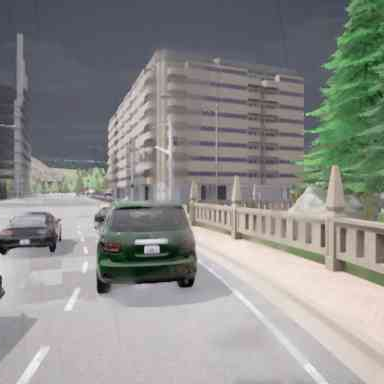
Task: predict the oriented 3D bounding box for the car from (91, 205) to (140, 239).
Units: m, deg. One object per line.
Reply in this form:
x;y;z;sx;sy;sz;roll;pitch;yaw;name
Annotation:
-4.491;1.535;18.835;2.033;1.411;5.357;0;0;-20;car

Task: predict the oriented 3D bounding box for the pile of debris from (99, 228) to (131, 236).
-4.232;2.163;18.152;1.500;0.140;1.860;0;0;-21;pile of debris

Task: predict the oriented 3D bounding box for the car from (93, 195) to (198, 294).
-1.424;1.215;9.102;2.150;2.045;5.566;0;0;-14;car

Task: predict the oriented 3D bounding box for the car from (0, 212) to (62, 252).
-6.335;1.517;13.389;1.812;1.442;4.674;0;0;-18;car

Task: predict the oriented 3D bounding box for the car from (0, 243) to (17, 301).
-3.842;1.598;3.474;1.895;1.301;4.718;0;0;-7;car
